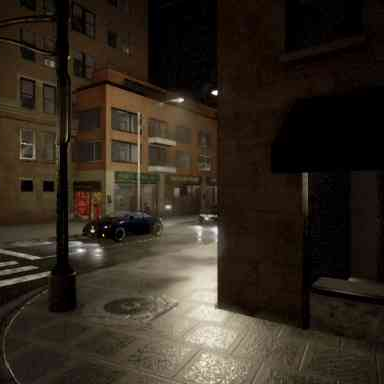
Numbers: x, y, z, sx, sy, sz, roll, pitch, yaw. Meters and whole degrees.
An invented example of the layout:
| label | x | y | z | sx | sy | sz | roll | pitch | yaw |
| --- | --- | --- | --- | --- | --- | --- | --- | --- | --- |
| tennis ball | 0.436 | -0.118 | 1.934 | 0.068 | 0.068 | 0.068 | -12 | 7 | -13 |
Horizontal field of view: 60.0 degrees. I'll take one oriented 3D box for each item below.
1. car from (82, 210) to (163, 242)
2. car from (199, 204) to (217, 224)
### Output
| label | x | y | z | sx | sy | sz | roll | pitch | yaw |
| --- | --- | --- | --- | --- | --- | --- | --- | --- | --- |
| car | -3.353 | 1.595 | 16.704 | 1.994 | 1.385 | 4.181 | 0 | 0 | 35 |
| car | 2.362 | 1.581 | 24.711 | 1.812 | 1.442 | 4.674 | 0 | 0 | 35 |
